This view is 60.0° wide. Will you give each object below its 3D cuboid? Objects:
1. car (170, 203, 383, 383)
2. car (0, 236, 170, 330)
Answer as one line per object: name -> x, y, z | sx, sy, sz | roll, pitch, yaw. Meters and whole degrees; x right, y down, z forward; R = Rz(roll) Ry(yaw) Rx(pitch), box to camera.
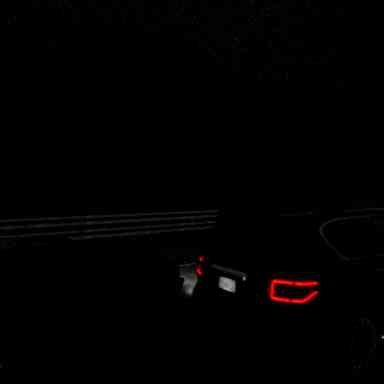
car -> 2.613, 1.212, 5.606 | 5.566, 2.045, 2.150 | 0, 0, -35
car -> -2.779, 1.545, 6.065 | 5.357, 1.411, 2.033 | 0, 0, -35
